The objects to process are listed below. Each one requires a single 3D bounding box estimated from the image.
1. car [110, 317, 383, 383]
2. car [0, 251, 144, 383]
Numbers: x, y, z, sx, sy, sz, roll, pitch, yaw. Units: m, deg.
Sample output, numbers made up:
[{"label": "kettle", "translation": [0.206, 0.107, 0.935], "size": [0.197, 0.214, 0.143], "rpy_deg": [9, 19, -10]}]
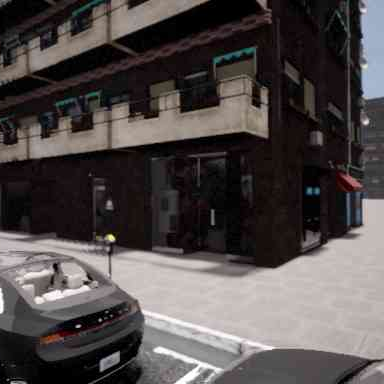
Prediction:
[{"label": "car", "translation": [1.894, 1.553, 1.536], "size": [4.403, 1.369, 2.008], "rpy_deg": [0, -1, 36]}, {"label": "car", "translation": [-2.638, 1.539, 4.770], "size": [4.403, 1.369, 2.008], "rpy_deg": [0, -1, 36]}]
